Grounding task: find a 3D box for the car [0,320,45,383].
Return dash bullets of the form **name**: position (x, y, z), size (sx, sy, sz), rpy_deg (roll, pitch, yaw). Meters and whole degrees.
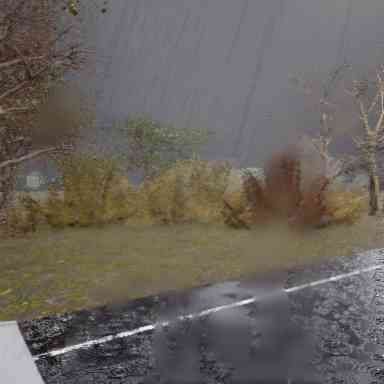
- **car**: position (-3.317, 1.601, 1.627), size (4.718, 1.301, 1.895), rpy_deg (0, 0, -36)
